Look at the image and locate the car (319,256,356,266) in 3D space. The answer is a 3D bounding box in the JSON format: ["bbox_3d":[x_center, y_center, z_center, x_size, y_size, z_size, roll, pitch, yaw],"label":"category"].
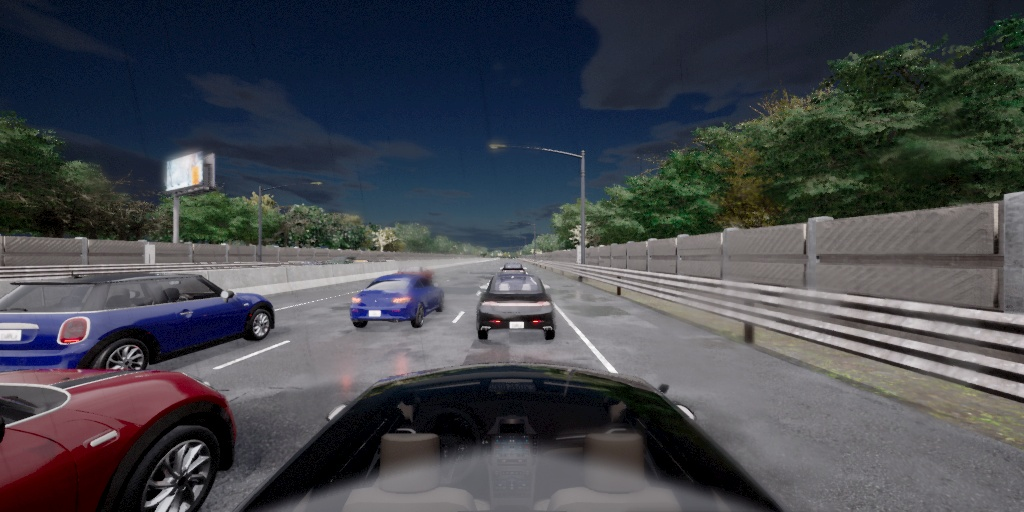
[{"bbox_3d":[-21.097,1.035,44.490,2.150,2.045,5.566,0,0,0],"label":"car"}]

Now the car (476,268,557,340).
[{"bbox_3d":[0.100,1.245,9.978,2.128,1.511,4.902,0,0,0],"label":"car"}]

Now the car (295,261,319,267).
[{"bbox_3d":[-24.596,1.304,43.955,2.128,1.511,4.902,0,0,0],"label":"car"}]

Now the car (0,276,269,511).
[{"bbox_3d":[-3.405,1.102,1.177,2.097,1.767,4.553,0,0,0],"label":"car"}]

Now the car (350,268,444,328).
[{"bbox_3d":[-3.405,1.280,11.295,1.812,1.442,4.674,0,0,1],"label":"car"}]

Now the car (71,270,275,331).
[{"bbox_3d":[-6.896,1.104,7.022,2.097,1.767,4.553,0,0,-1],"label":"car"}]

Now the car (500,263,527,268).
[{"bbox_3d":[0.094,1.264,27.217,2.128,1.511,4.902,0,0,0],"label":"car"}]

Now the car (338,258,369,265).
[{"bbox_3d":[-17.599,1.282,41.208,1.882,1.535,5.008,0,0,0],"label":"car"}]

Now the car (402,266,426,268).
[{"bbox_3d":[-6.905,1.371,25.639,1.895,1.301,4.718,0,0,1],"label":"car"}]
